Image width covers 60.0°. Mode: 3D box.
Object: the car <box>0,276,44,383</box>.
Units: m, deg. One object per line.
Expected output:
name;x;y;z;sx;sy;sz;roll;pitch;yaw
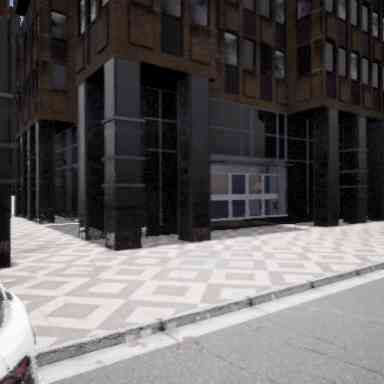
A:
car;-3.424;1.229;0.939;5.566;2.045;2.150;0;0;-36
